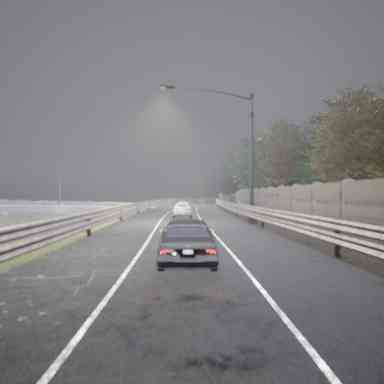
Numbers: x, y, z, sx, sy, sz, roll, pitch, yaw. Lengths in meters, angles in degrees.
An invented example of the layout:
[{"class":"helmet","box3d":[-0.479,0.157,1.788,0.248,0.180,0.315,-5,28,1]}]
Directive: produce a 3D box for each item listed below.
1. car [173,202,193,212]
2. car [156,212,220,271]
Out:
[{"class":"car","box3d":[-0.906,1.750,32.798,1.812,1.442,4.674,0,0,-1]},{"class":"car","box3d":[-0.161,1.628,11.173,2.033,1.411,5.357,0,0,-1]}]
